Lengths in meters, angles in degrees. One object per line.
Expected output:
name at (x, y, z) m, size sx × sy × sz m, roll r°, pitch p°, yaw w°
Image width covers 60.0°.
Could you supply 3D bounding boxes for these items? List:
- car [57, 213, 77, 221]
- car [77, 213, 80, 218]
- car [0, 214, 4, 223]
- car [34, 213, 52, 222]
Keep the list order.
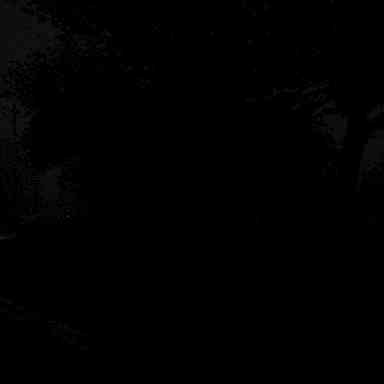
car at (-20.789, 4.159, 54.730) m, size 1.994 × 1.385 × 4.181 m, roll -1°, pitch -4°, yaw -10°
car at (-22.552, 4.868, 64.621) m, size 2.128 × 1.511 × 4.902 m, roll -1°, pitch -4°, yaw -9°
car at (-20.502, 2.525, 32.940) m, size 2.033 × 1.411 × 5.357 m, roll -1°, pitch -3°, yaw -10°
car at (-24.404, 4.248, 54.959) m, size 1.812 × 1.442 × 4.674 m, roll -1°, pitch -5°, yaw -10°
